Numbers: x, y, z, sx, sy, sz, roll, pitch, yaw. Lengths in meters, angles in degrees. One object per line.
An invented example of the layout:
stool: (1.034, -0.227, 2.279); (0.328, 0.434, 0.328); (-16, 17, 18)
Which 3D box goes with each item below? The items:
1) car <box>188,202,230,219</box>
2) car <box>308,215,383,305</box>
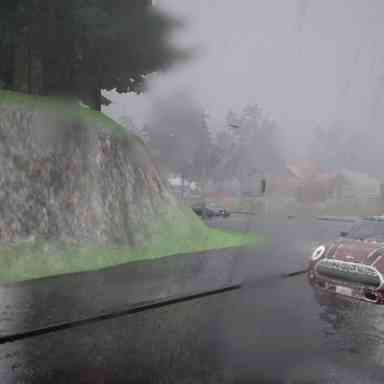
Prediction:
car: (1.422, 1.564, 29.400); (1.994, 1.385, 4.181); (0, 0, -35)
car: (4.804, 1.352, 7.907); (4.553, 1.767, 2.097); (0, 0, -36)
